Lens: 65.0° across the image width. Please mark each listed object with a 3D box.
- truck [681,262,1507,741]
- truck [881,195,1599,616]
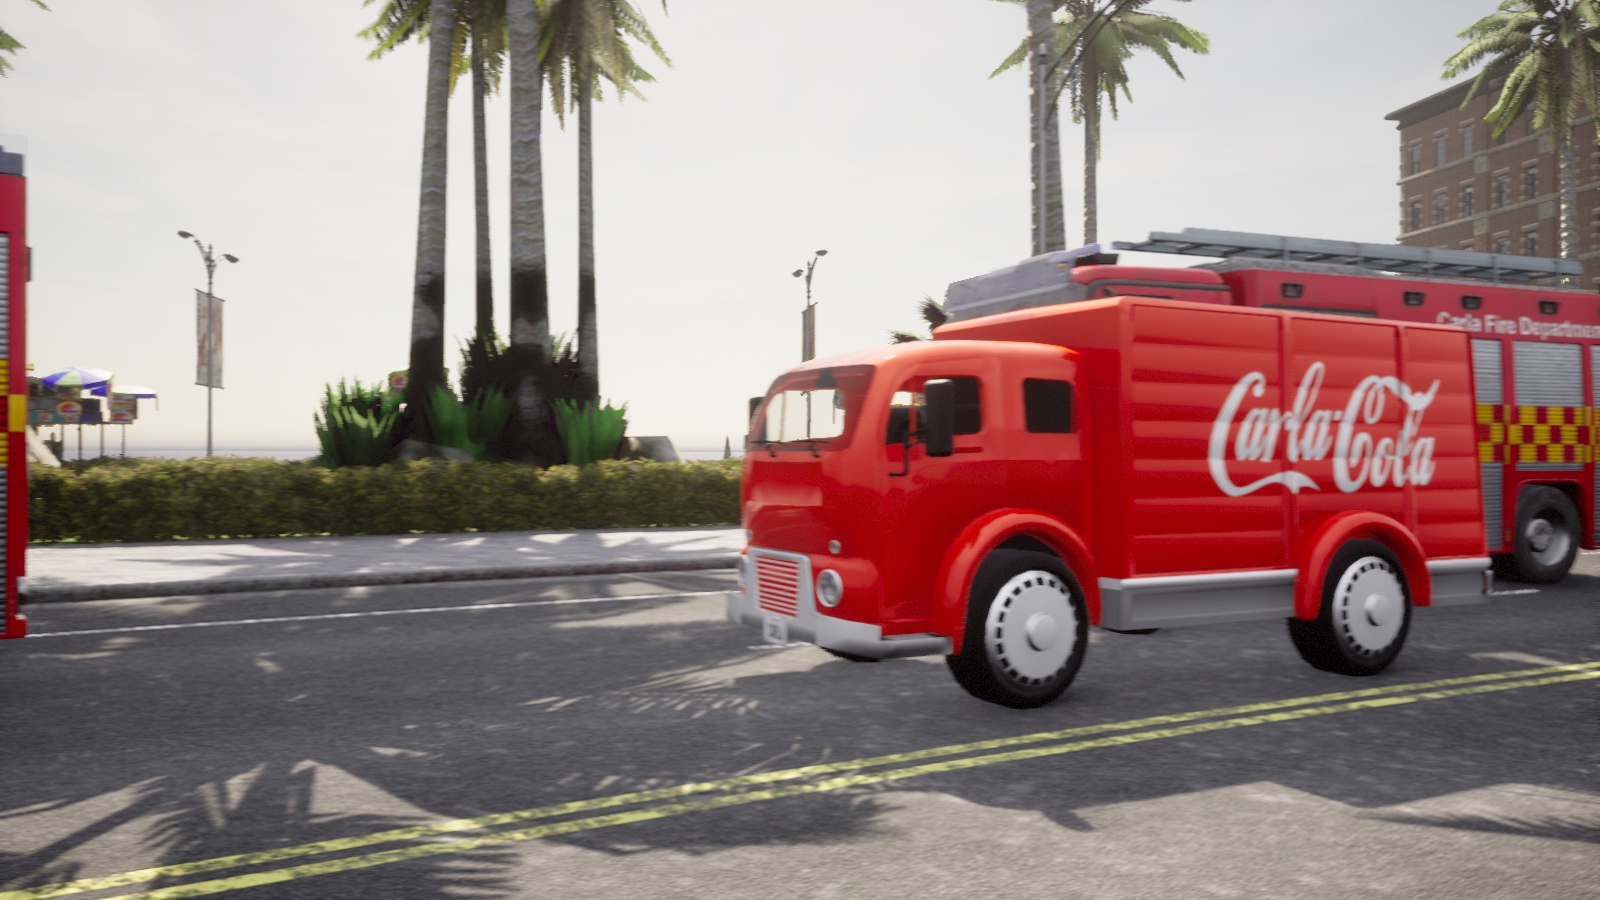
[{"bbox_3d":[2.083,0.270,8.835,5.204,2.467,2.627,0,0,-28],"label":"truck"},{"bbox_3d":[5.379,-0.404,14.384,8.468,3.827,2.891,0,0,-22],"label":"truck"}]
